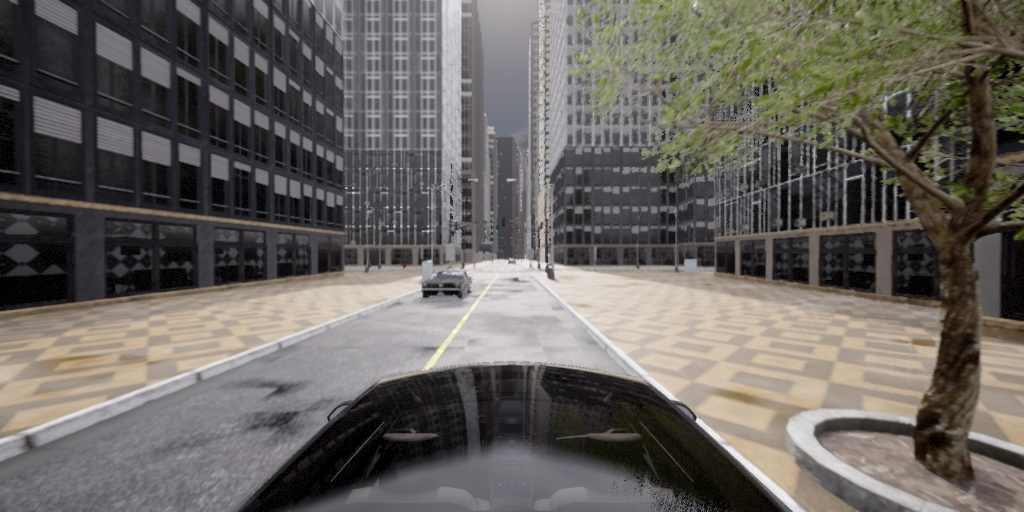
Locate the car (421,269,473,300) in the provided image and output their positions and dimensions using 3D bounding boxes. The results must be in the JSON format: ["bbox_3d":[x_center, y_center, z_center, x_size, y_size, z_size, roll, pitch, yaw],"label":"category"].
[{"bbox_3d":[-3.103,1.344,17.828,1.895,1.301,4.718,0,0,0],"label":"car"}]
